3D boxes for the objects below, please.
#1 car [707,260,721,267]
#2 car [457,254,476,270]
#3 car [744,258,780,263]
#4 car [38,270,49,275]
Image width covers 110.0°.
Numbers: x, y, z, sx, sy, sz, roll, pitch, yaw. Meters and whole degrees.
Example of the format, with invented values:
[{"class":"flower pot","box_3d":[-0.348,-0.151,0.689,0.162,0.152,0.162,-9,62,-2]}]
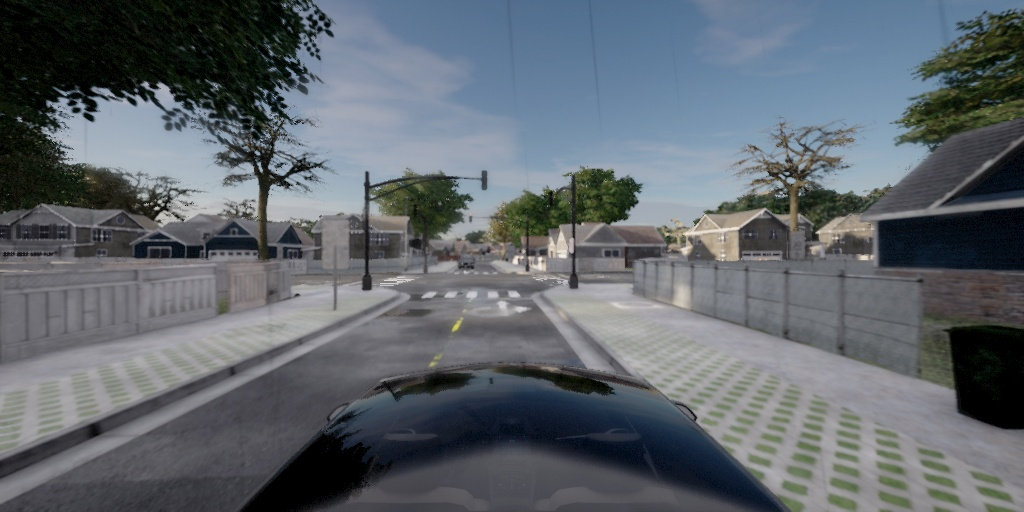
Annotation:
[{"class":"car","box_3d":[19.542,1.080,34.759,4.718,1.301,1.895,0,0,-4]},{"class":"car","box_3d":[-6.089,0.867,48.119,2.150,2.045,5.566,0,2,-6]},{"class":"car","box_3d":[21.808,0.929,31.659,5.008,1.535,1.882,-1,0,-4]},{"class":"car","box_3d":[-29.502,1.169,24.557,4.181,1.385,1.994,0,0,-4]}]
